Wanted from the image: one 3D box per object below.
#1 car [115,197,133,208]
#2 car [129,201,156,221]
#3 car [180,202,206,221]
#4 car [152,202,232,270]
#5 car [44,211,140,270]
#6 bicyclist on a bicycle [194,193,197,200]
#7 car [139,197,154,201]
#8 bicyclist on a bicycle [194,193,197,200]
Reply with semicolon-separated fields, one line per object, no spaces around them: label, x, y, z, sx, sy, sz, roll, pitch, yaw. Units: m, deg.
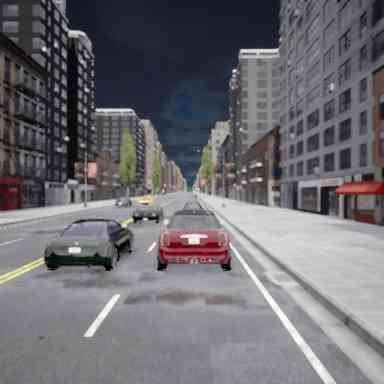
car;-9.812;1.452;48.058;2.128;1.511;4.902;0;0;0
car;-3.178;1.584;24.995;1.895;1.301;4.718;0;0;0
car;0.087;1.545;27.484;1.994;1.385;4.181;0;0;0
car;0.074;1.344;11.150;2.097;1.767;4.553;0;0;0
car;-3.177;1.556;11.059;1.994;1.385;4.181;0;0;0
bicyclist on a bicycle;0.927;1.251;87.725;0.659;1.776;1.843;0;0;0
car;-6.563;1.438;48.032;1.882;1.535;5.008;0;0;0
bicyclist on a bicycle;0.924;1.354;78.730;0.582;1.620;1.656;0;0;0
